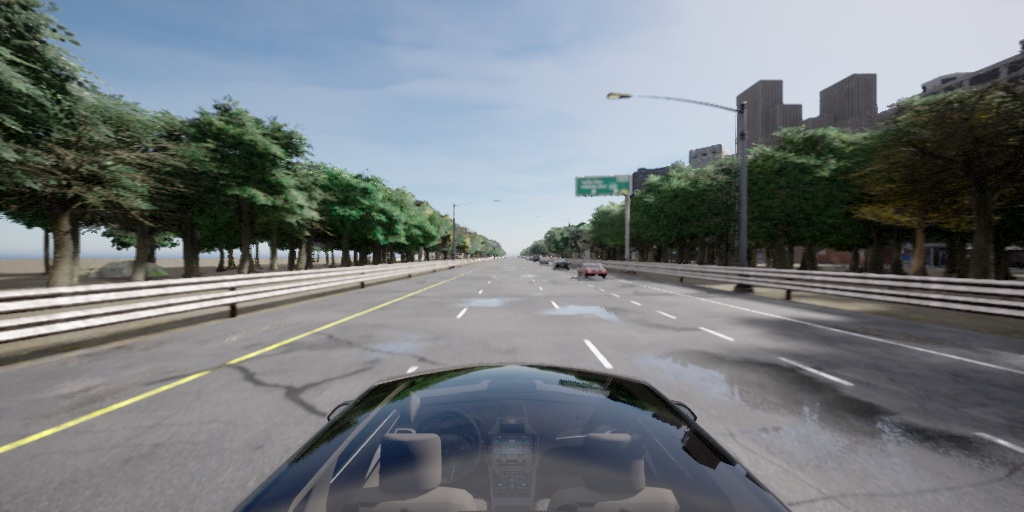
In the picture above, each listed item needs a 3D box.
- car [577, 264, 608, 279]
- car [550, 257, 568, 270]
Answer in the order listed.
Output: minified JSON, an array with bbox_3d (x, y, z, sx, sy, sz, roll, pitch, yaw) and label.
[{"bbox_3d":[7.044,1.342,32.018,1.895,1.301,4.718,0,0,0],"label":"car"},{"bbox_3d":[7.103,1.205,52.963,1.882,1.535,5.008,0,0,0],"label":"car"}]
